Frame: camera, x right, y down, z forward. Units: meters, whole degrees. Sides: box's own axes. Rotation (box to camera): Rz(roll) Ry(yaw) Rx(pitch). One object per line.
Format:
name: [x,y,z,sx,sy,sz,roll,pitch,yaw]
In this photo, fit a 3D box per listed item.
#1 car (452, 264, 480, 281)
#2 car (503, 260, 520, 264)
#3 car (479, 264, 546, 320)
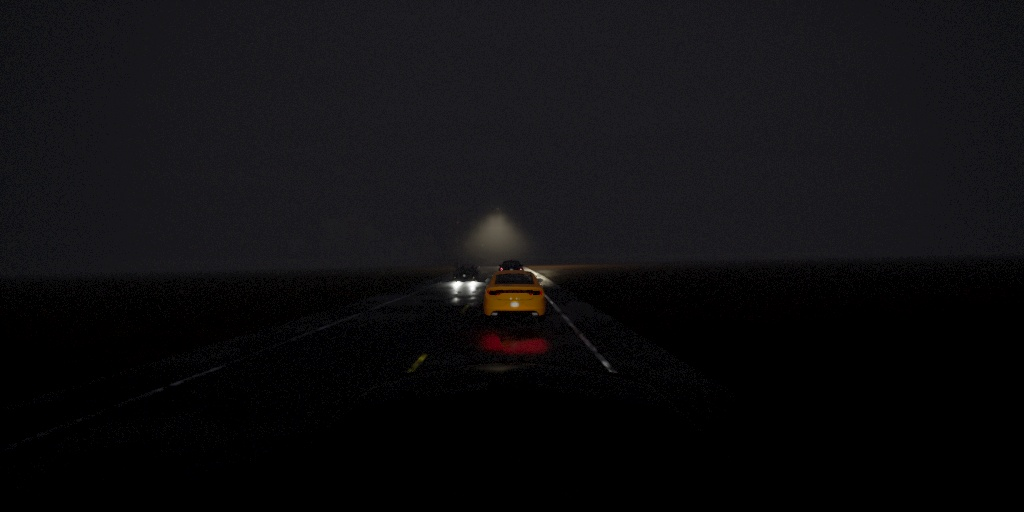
car: [-3.678,1.332,29.610,1.994,1.385,4.181,0,0,0]
car: [-0.062,1.120,30.759,2.097,1.767,4.553,0,0,-1]
car: [0.071,1.231,12.678,1.882,1.535,5.008,0,0,0]
